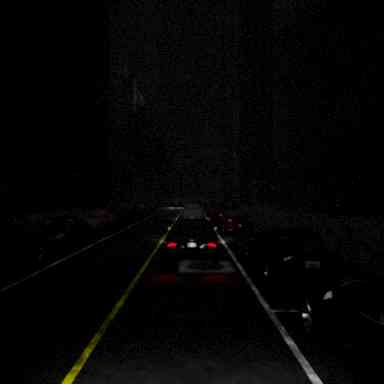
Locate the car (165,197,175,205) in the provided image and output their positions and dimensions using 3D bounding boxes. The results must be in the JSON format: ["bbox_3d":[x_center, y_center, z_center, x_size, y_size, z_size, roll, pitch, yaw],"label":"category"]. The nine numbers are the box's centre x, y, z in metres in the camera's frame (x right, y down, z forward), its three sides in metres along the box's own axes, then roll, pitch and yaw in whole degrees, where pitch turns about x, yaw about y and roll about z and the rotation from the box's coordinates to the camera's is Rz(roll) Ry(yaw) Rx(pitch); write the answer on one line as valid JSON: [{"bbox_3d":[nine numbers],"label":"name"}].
[{"bbox_3d":[-5.849,2.347,88.386,2.192,1.841,5.009,0,-1,0],"label":"car"}]

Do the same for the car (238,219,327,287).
[{"bbox_3d":[2.672,1.661,9.430,1.947,1.339,4.313,0,-1,0],"label":"car"}]

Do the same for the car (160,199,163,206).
[{"bbox_3d":[-5.851,2.091,48.911,1.947,1.339,4.313,0,-1,0],"label":"car"}]

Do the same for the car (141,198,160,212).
[{"bbox_3d":[-5.851,1.777,43.273,2.192,1.841,5.009,0,-1,0],"label":"car"}]

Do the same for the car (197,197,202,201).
[{"bbox_3d":[2.676,2.427,77.091,1.887,1.381,4.507,0,-1,0],"label":"car"}]

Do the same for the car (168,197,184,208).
[{"bbox_3d":[-3.017,2.242,64.581,1.812,1.442,4.674,0,-1,1],"label":"car"}]

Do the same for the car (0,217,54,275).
[{"bbox_3d":[-5.854,1.535,9.436,1.967,1.590,4.097,0,-1,0],"label":"car"}]

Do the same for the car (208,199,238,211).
[{"bbox_3d":[2.673,1.589,26.349,2.192,1.841,5.009,0,-1,0],"label":"car"}]

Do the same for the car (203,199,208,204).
[{"bbox_3d":[2.674,1.714,37.625,2.192,1.841,5.009,0,-1,0],"label":"car"}]

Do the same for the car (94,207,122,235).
[{"bbox_3d":[-5.853,1.736,20.544,1.752,1.417,4.829,0,-1,0],"label":"car"}]

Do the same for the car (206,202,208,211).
[{"bbox_3d":[2.673,1.902,31.983,1.947,1.339,4.313,0,-1,0],"label":"car"}]

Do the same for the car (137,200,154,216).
[{"bbox_3d":[-5.852,1.944,37.632,1.887,1.381,4.507,0,-1,0],"label":"car"}]

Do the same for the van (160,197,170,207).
[{"bbox_3d":[-5.851,2.074,65.829,1.690,1.788,3.998,0,-1,0],"label":"van"}]

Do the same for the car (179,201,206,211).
[{"bbox_3d":[0.030,1.828,28.914,1.812,1.442,4.674,0,0,1],"label":"car"}]

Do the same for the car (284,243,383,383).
[{"bbox_3d":[2.671,1.605,3.792,1.947,1.339,4.313,0,-1,0],"label":"car"}]

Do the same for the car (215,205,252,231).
[{"bbox_3d":[2.672,1.758,20.707,1.887,1.381,4.507,0,-1,0],"label":"car"}]

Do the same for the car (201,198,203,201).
[{"bbox_3d":[3.007,2.094,56.664,1.882,1.535,5.008,0,-1,0],"label":"car"}]

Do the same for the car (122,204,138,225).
[{"bbox_3d":[-5.853,1.840,26.353,1.947,1.339,4.313,0,-1,0],"label":"car"}]

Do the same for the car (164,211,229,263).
[{"bbox_3d":[0.011,1.675,12.538,2.033,1.411,5.357,0,-1,0],"label":"car"}]

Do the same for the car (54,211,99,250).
[{"bbox_3d":[-5.853,1.735,15.075,1.802,1.307,4.206,0,-1,0],"label":"car"}]

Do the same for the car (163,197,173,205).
[{"bbox_3d":[-5.849,2.272,82.747,2.192,1.841,5.009,0,-1,0],"label":"car"}]
